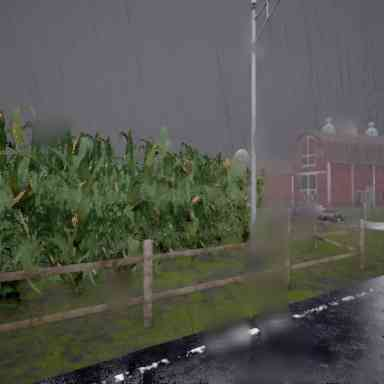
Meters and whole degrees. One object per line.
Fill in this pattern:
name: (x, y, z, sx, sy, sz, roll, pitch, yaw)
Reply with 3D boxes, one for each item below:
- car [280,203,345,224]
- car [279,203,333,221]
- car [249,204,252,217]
car: (9.779, 1.782, 27.507, 2.033, 1.411, 5.357, 1, -1, -31)
car: (10.708, 1.817, 31.728, 1.837, 1.490, 4.892, 0, -1, -29)
car: (4.641, 1.632, 36.797, 2.150, 2.045, 5.566, 1, -1, -27)
